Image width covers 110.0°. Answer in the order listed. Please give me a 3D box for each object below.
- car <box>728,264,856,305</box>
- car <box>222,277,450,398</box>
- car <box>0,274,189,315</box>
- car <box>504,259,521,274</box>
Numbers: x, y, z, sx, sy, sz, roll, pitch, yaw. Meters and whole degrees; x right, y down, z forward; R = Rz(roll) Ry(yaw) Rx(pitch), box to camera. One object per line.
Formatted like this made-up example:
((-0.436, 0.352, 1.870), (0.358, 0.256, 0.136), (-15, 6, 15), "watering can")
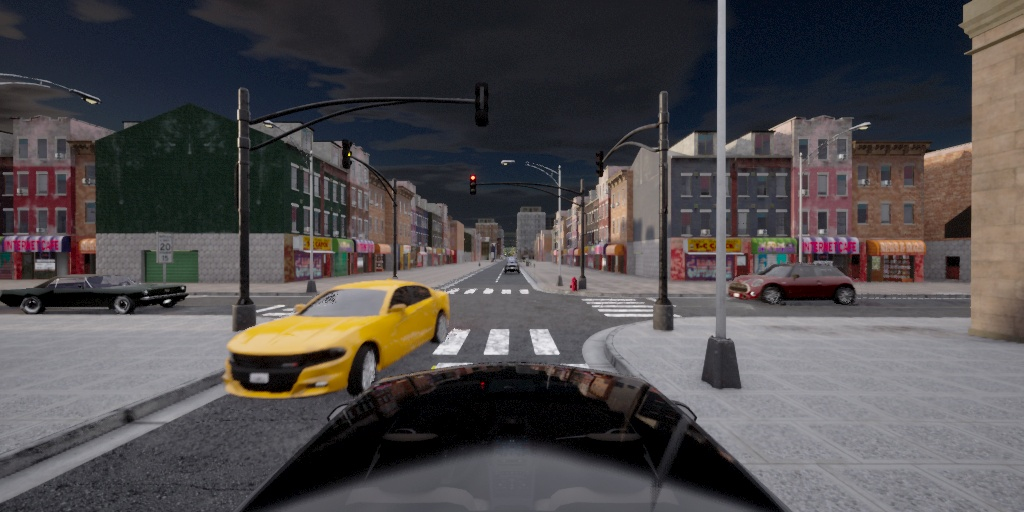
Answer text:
((12.155, 1.137, 15.808), (4.553, 1.767, 2.097), (0, 0, 0), "car")
((-2.743, 1.227, 6.882), (1.882, 1.535, 5.008), (-1, 0, 9), "car")
((-14.637, 1.313, 12.836), (4.718, 1.301, 1.895), (0, 0, -3), "car")
((0.015, 1.313, 40.627), (1.948, 1.339, 4.313), (0, 0, 0), "car")
